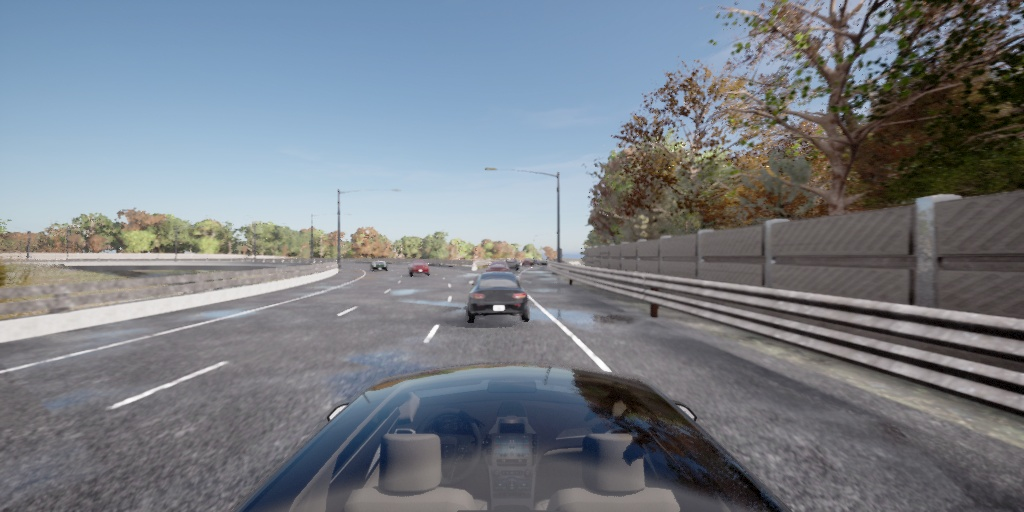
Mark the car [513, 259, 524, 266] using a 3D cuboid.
[{"bbox_3d":[0.001,1.115,45.500,2.128,1.511,4.902,0,0,6],"label":"car"}]

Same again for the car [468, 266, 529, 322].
[{"bbox_3d":[-0.478,1.247,12.068,1.812,1.442,4.674,0,0,-3],"label":"car"}]

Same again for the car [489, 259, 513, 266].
[{"bbox_3d":[-1.071,1.198,29.985,1.812,1.442,4.674,0,0,1],"label":"car"}]

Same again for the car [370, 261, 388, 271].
[{"bbox_3d":[-17.516,1.279,46.979,1.895,1.301,4.718,0,0,-25],"label":"car"}]

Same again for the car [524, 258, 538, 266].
[{"bbox_3d":[3.028,1.105,65.317,1.812,1.442,4.674,0,-1,11],"label":"car"}]

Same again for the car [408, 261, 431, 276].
[{"bbox_3d":[-9.471,1.205,36.395,1.812,1.442,4.674,0,0,-19],"label":"car"}]
